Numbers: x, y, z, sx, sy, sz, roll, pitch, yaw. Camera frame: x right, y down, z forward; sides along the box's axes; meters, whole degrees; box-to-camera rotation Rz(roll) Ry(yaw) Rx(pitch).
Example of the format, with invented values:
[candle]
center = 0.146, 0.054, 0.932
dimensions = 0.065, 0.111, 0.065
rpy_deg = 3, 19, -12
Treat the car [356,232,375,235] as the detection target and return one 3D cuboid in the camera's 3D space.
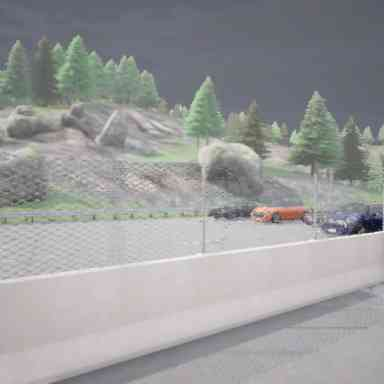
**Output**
[car]
center = 9.098, 1.378, 18.011
dimensions = 4.553, 1.767, 2.097
rpy_deg = 0, 0, -30
